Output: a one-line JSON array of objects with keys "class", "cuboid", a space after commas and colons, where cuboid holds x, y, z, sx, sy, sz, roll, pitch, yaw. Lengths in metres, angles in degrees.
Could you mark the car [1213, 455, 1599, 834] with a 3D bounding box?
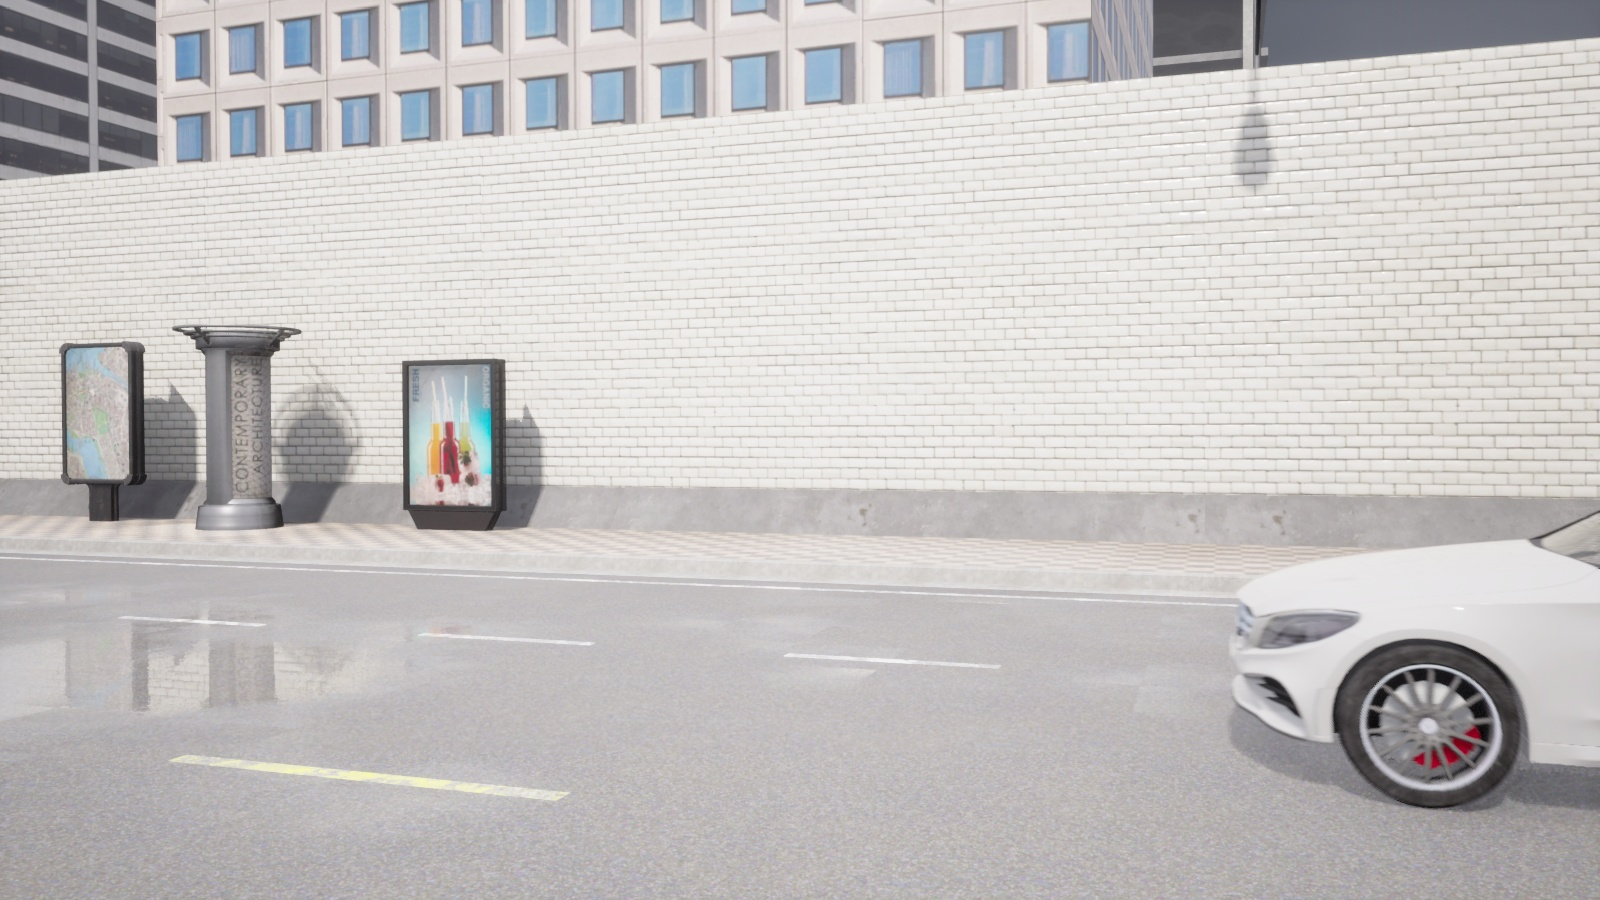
[{"class": "car", "cuboid": [4.292, 0.781, 5.447, 4.674, 1.442, 1.812, 1, 1, 20]}]
